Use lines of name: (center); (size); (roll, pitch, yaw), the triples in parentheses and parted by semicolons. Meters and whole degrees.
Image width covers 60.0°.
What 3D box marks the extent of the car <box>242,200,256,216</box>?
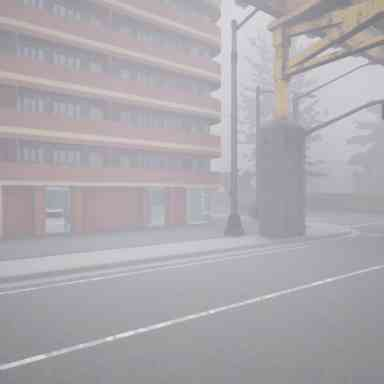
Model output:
car: (6.994, 1.523, 29.838); (1.812, 1.442, 4.674); (0, 0, -36)

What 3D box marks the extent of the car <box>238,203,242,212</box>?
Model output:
car: (6.630, 1.561, 36.709); (1.994, 1.385, 4.181); (0, 0, -35)
